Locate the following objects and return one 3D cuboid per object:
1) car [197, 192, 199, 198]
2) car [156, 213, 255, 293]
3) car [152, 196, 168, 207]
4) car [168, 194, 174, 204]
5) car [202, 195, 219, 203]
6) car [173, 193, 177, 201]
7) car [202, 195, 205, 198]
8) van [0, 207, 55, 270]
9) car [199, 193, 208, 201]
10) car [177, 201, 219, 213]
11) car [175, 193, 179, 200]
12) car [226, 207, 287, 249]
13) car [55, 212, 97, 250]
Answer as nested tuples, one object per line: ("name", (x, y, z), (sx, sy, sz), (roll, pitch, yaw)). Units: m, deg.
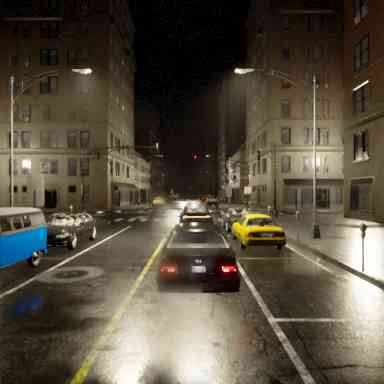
("car", (2.980, 1.288, 80.483), (2.192, 1.841, 5.009), (0, 0, 0))
("car", (0.136, 1.545, 8.970), (2.033, 1.411, 5.357), (0, 0, 0))
("car", (-5.168, 1.512, 51.937), (1.752, 1.417, 4.829), (0, 0, 0))
("car", (-5.118, 1.547, 63.470), (1.947, 1.339, 4.313), (0, 0, 0))
("car", (2.834, 1.539, 46.393), (2.008, 1.369, 4.403), (0, 0, 0))
("car", (-5.069, 1.527, 74.832), (2.008, 1.369, 4.403), (0, 0, 0))
("car", (2.858, 1.568, 52.074), (1.802, 1.307, 4.206), (0, 0, 0))
("van", (-5.357, 1.339, 8.738), (1.690, 1.788, 3.998), (0, 0, 0))
("car", (2.931, 1.419, 69.119), (1.967, 1.590, 4.097), (0, 0, 0))
("car", (0.192, 1.487, 19.416), (2.128, 1.511, 4.902), (0, 0, -2))
("car", (-5.021, 1.410, 86.194), (1.967, 1.590, 4.097), (0, 0, 0))
("car", (2.703, 1.521, 14.281), (1.752, 1.417, 4.829), (0, 0, 0))
("car", (-5.332, 1.547, 14.144), (2.008, 1.369, 4.403), (0, 0, 0))
